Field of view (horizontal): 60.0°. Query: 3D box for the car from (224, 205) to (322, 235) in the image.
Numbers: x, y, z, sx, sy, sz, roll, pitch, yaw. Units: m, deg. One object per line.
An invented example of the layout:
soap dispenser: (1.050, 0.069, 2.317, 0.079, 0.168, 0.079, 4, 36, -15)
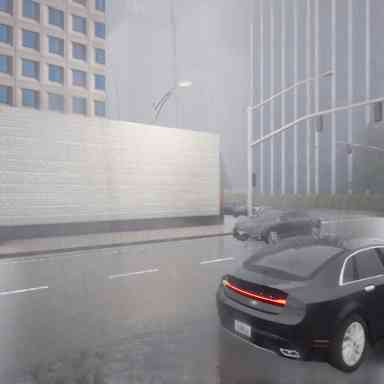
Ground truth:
car: (4.048, 1.503, 15.473, 4.892, 1.490, 1.837, 0, 0, -35)

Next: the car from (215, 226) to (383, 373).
car: (2.636, 1.505, 5.676, 4.892, 1.490, 1.837, 0, 0, -35)

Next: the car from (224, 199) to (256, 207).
car: (3.592, 1.603, 31.555, 2.033, 1.411, 5.357, 0, 0, -36)

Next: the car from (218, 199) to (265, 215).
car: (5.157, 1.547, 35.386, 2.128, 1.511, 4.902, 0, 0, -36)
